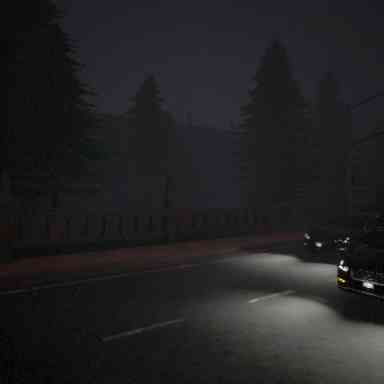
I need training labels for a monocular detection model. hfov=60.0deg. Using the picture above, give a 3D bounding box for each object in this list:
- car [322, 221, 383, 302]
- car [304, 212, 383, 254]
[{"bbox_3d":[5.340,1.539,7.677,4.892,1.490,1.837,1,0,-35],"label":"car"},{"bbox_3d":[6.249,1.552,12.555,4.892,1.490,1.837,1,0,-35],"label":"car"}]
